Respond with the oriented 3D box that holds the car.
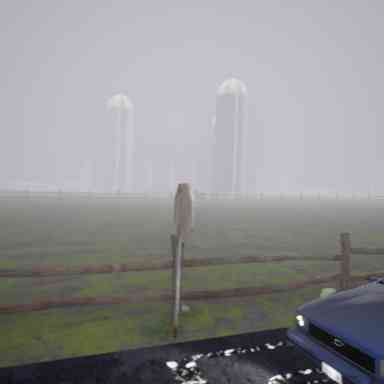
[{"bbox_3d":[4.011,1.589,4.474,5.357,1.411,2.033,1,0,-20],"label":"car"}]
